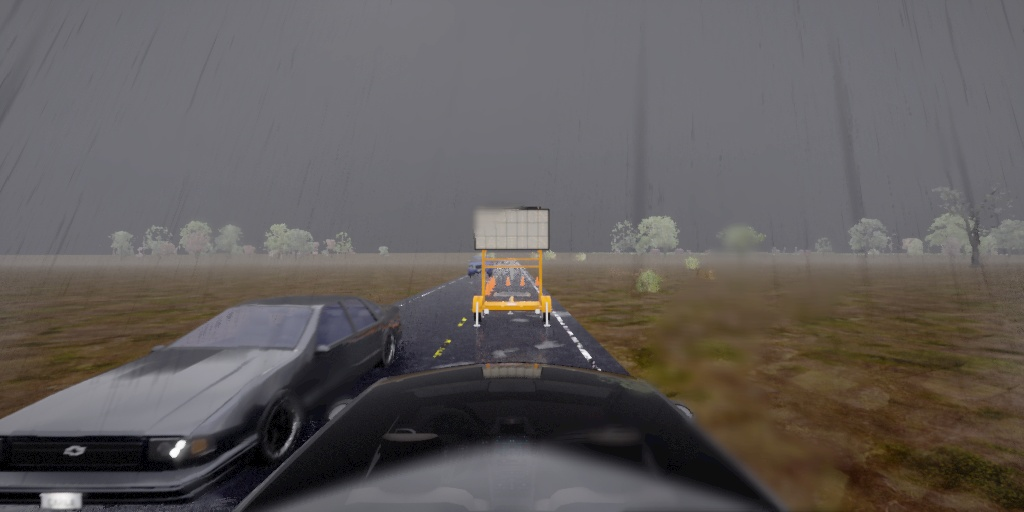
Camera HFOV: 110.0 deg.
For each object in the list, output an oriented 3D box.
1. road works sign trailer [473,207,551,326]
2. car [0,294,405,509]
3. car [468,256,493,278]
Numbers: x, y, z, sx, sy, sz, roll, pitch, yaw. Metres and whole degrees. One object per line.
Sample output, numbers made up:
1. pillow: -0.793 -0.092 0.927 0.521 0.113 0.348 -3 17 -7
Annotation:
1. road works sign trailer: 0.002 0.214 11.605 2.380 3.560 2.880 0 0 0
2. car: -3.104 1.297 5.130 2.033 1.411 5.357 0 0 0
3. car: -2.990 0.972 35.014 2.150 2.045 5.566 0 0 0
